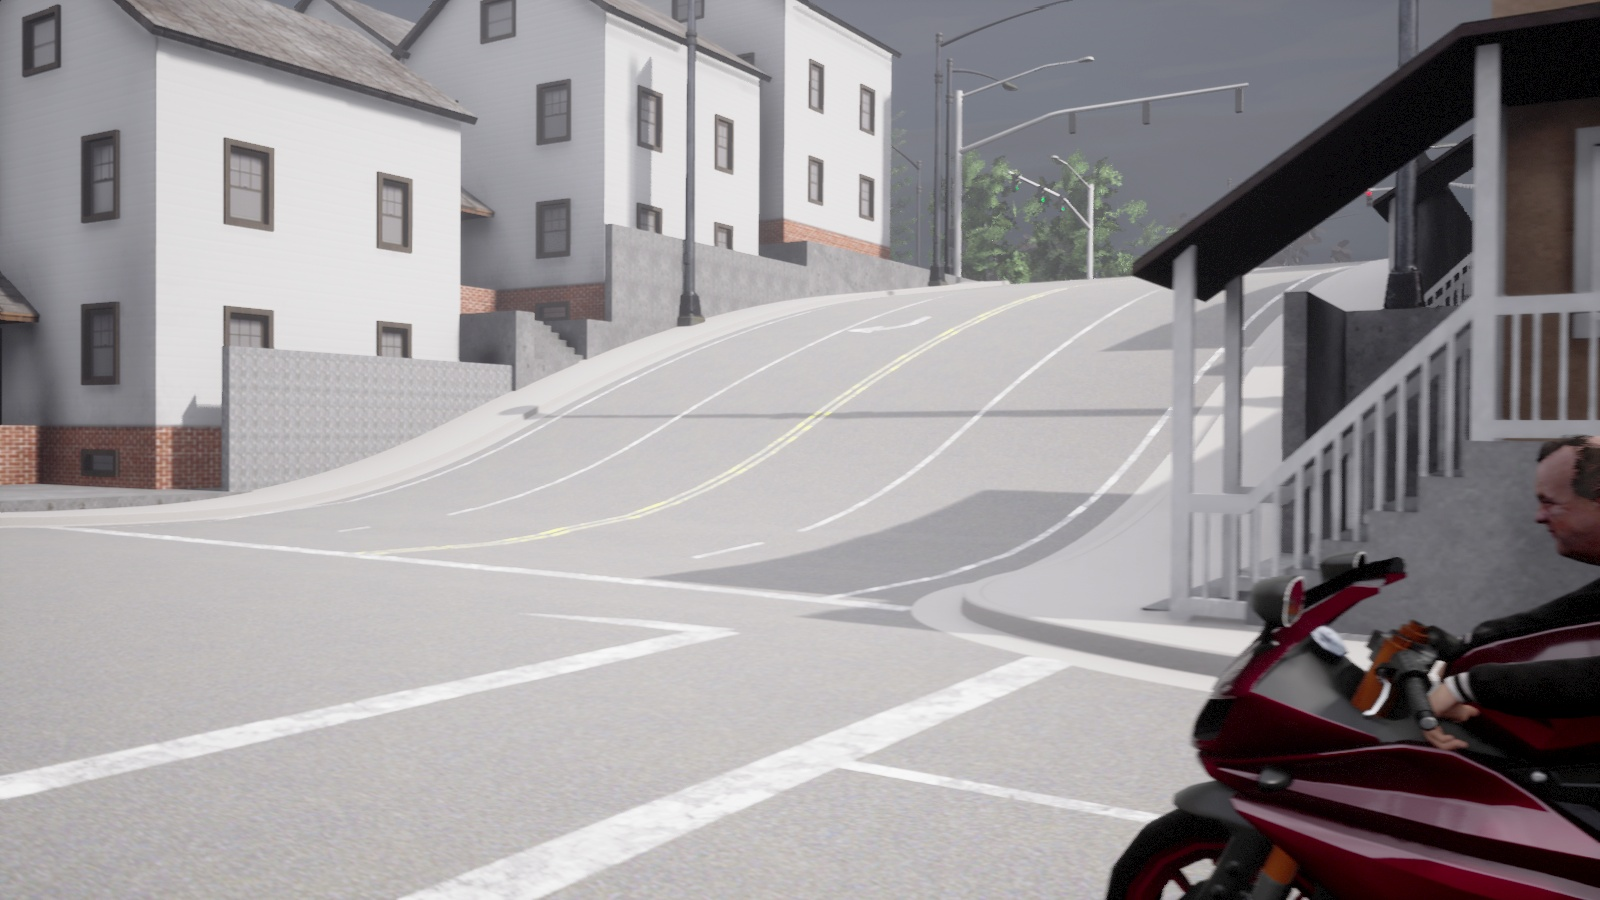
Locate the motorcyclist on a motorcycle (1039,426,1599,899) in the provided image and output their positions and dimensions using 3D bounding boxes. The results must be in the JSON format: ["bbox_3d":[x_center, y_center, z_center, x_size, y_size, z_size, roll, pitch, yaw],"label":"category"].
[{"bbox_3d":[1.682,0.717,2.504,2.191,1.530,0.866,0,1,34],"label":"motorcyclist on a motorcycle"}]
